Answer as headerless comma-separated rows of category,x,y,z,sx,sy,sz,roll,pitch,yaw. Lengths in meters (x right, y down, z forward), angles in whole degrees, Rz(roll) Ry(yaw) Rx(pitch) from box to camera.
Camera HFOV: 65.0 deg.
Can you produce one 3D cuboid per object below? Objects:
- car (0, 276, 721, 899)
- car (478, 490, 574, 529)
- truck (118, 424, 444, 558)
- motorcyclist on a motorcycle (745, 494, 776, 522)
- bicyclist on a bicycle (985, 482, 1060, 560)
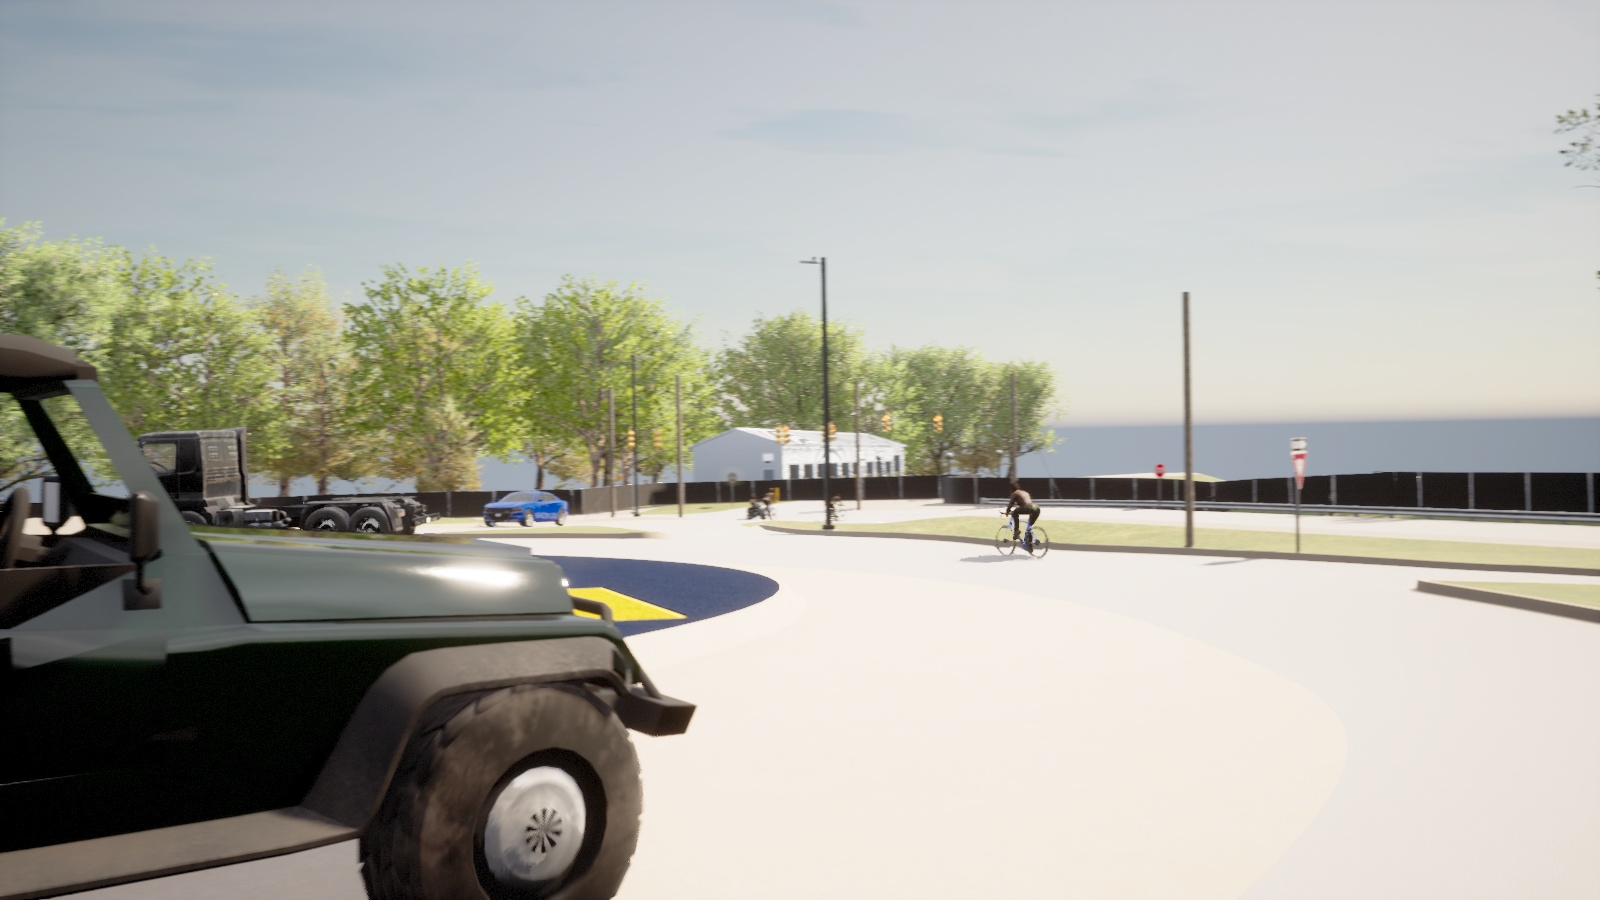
car,-2.370,0.550,3.526,3.866,1.878,1.905,1,0,-38
car,-11.358,2.485,52.464,1.882,1.535,5.008,-1,-3,14
truck,-14.506,1.096,35.574,7.936,3.462,2.891,-1,1,-1
motorcyclist on a motorcycle,-2.524,3.667,79.650,0.766,1.649,2.350,-5,0,-32
bicyclist on a bicycle,4.809,1.520,27.250,0.582,1.620,1.656,-1,-1,-33
